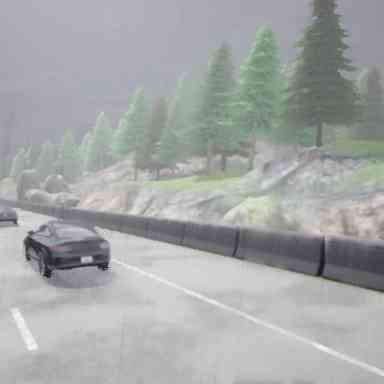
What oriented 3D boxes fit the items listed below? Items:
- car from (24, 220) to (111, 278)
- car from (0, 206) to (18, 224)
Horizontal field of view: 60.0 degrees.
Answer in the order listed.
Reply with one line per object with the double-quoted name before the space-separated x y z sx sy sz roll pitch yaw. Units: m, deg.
"car" -4.070 1.623 10.610 1.812 1.442 4.674 1 -1 -35
"car" -14.890 1.774 26.059 2.033 1.411 5.357 1 -1 -35
